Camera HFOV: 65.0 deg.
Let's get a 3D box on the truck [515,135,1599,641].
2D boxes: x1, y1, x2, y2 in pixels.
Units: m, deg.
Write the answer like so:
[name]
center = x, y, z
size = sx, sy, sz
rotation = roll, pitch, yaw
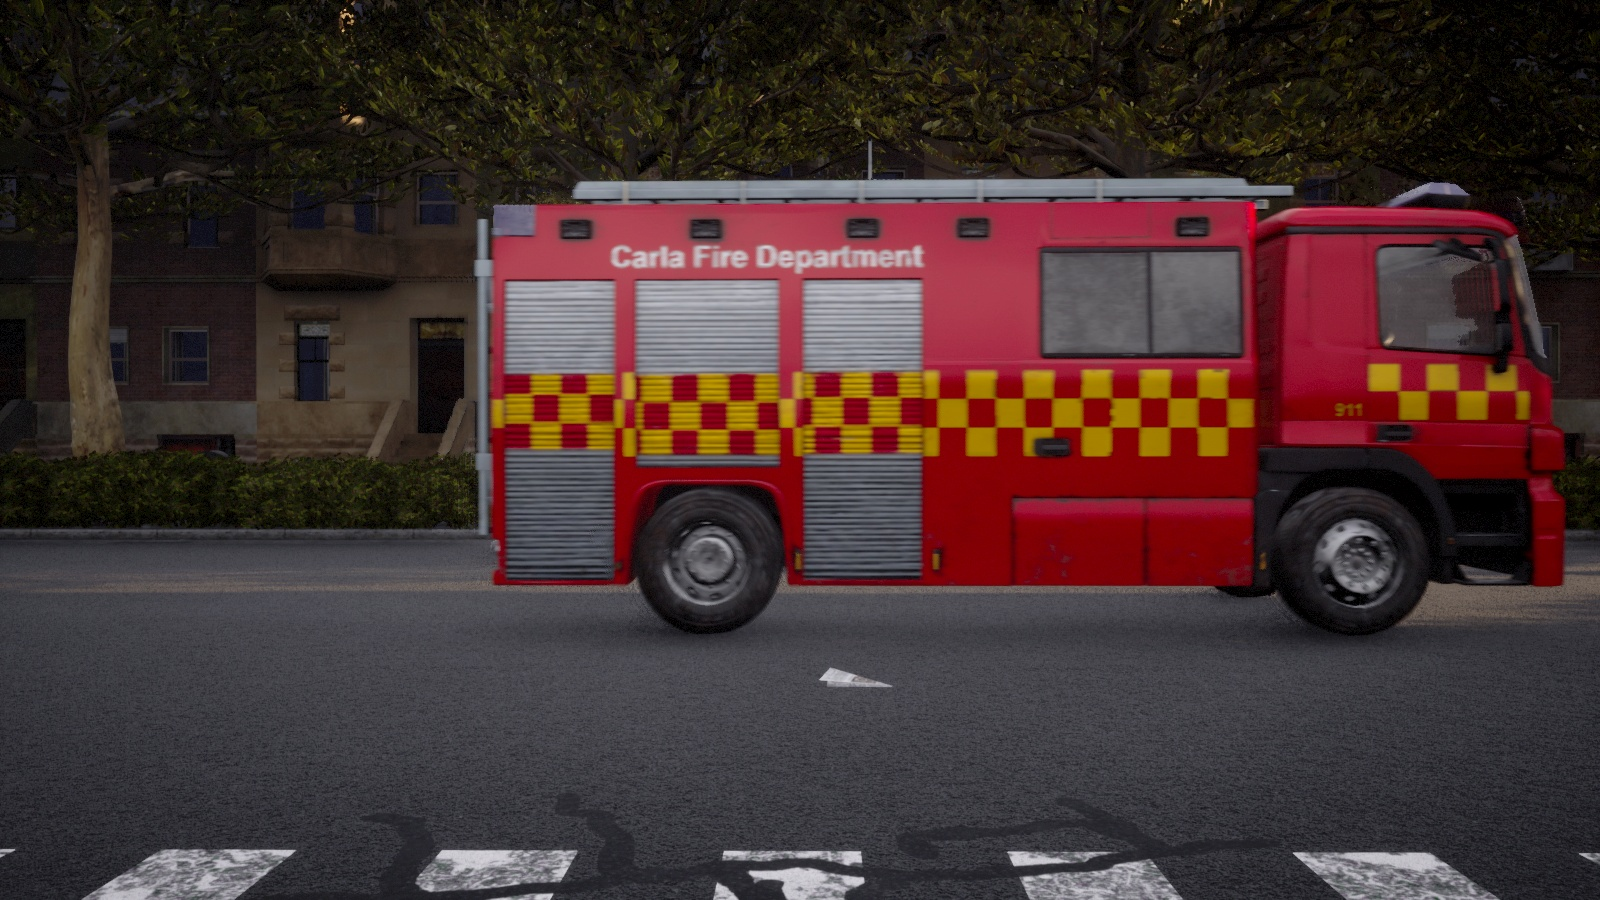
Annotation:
[truck]
center = 2.070, -0.479, 11.032
size = 8.468, 3.827, 2.891
rotation = 0, 0, 1
